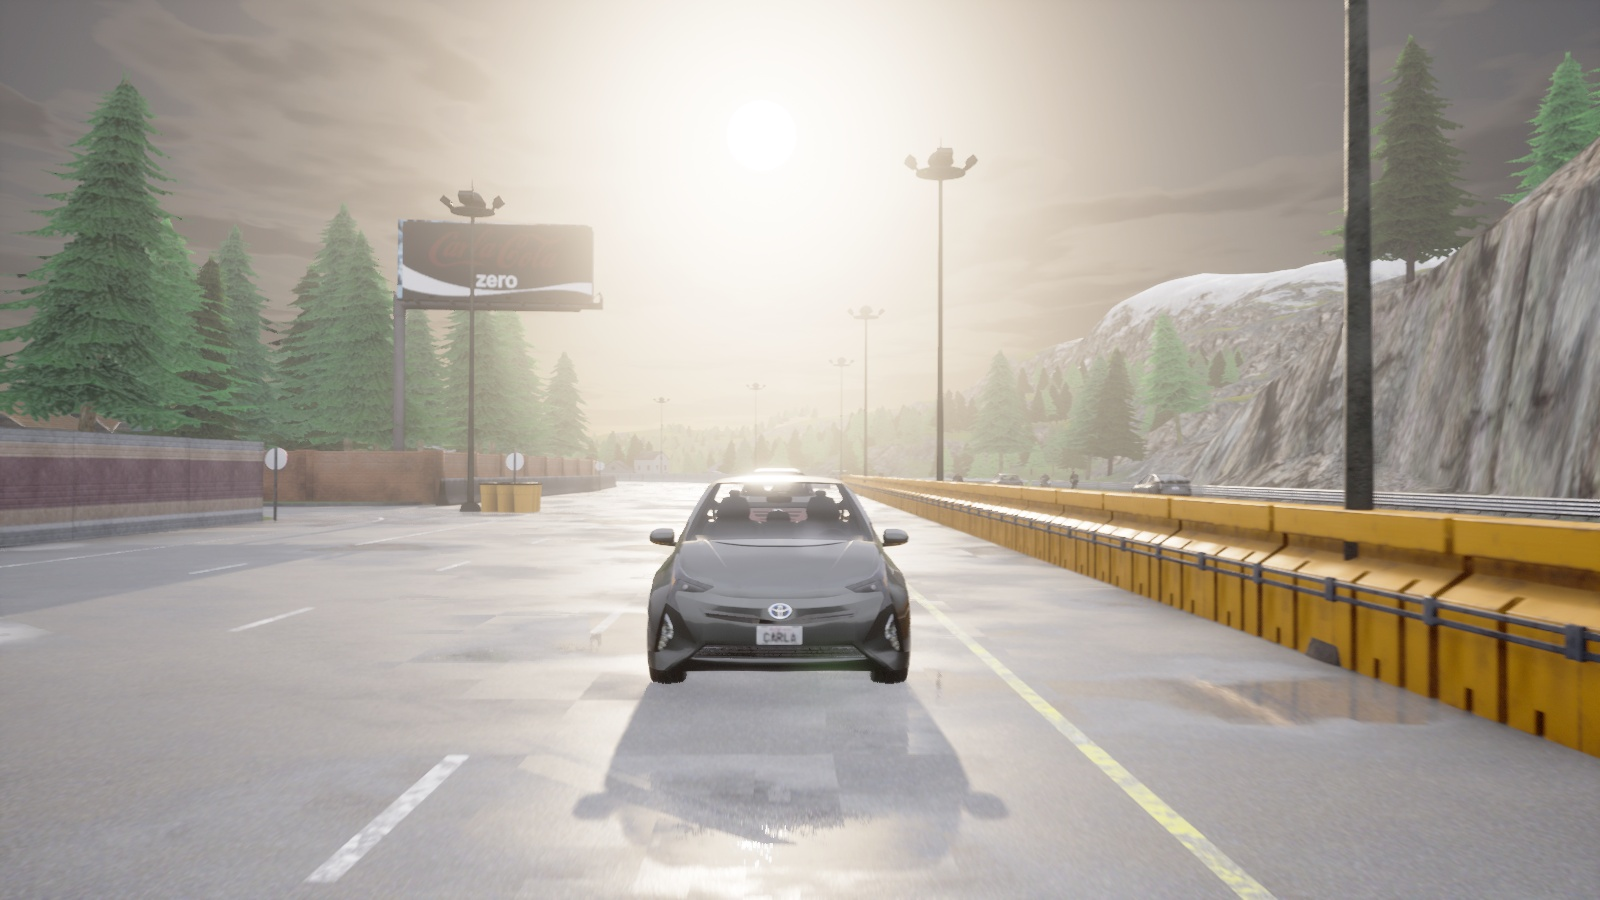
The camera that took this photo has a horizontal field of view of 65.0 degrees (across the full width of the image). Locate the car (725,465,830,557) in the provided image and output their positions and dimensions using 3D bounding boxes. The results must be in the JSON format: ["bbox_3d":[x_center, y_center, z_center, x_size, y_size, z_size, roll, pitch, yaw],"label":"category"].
[{"bbox_3d":[-0.428,1.122,24.323,1.851,1.617,3.988,0,-1,-1],"label":"car"}]

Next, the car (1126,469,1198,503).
[{"bbox_3d":[16.812,1.669,58.570,2.007,1.525,4.514,0,-1,0],"label":"car"}]

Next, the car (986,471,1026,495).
[{"bbox_3d":[13.176,2.121,80.610,1.816,1.474,4.193,0,-1,0],"label":"car"}]

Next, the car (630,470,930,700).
[{"bbox_3d":[-0.176,0.941,10.681,2.007,1.525,4.514,0,-1,-1],"label":"car"}]
